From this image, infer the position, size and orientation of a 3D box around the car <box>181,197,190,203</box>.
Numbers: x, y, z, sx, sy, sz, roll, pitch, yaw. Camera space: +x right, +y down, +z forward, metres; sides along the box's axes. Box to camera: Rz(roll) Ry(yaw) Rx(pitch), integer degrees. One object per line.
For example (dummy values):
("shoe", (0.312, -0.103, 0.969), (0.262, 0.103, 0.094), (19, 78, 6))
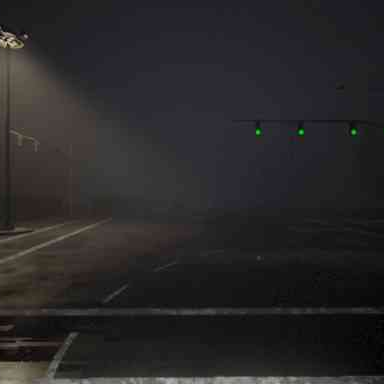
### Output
("car", (-1.675, 2.118, 87.128), (2.128, 1.511, 4.902), (0, 0, 0))

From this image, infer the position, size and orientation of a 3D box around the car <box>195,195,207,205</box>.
("car", (1.785, 1.896, 77.559), (2.150, 2.045, 5.566), (0, 0, 0))

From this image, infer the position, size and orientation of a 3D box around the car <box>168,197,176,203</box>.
("car", (-5.175, 2.146, 87.142), (1.994, 1.385, 4.181), (0, 0, 0))

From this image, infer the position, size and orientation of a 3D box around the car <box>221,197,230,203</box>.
("car", (8.825, 2.117, 87.085), (1.812, 1.442, 4.674), (0, 0, 0))

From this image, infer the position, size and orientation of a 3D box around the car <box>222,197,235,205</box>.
("car", (8.785, 2.210, 77.497), (2.033, 1.411, 5.357), (0, 0, 0))

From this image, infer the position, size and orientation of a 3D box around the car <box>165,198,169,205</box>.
("car", (-5.211, 2.179, 78.389), (1.837, 1.490, 4.892), (0, 0, 0))

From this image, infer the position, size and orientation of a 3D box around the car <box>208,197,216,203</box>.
("car", (5.325, 2.117, 87.099), (1.812, 1.442, 4.674), (0, 0, 0))

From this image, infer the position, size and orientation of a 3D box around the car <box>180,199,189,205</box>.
("car", (-1.713, 2.270, 77.987), (1.895, 1.301, 4.718), (0, 0, 0))

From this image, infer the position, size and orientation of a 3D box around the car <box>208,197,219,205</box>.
("car", (5.289, 2.274, 78.374), (1.895, 1.301, 4.718), (0, 0, 0))

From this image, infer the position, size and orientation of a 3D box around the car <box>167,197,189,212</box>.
("car", (-1.845, 1.895, 46.096), (2.128, 1.511, 4.902), (0, 0, 0))
